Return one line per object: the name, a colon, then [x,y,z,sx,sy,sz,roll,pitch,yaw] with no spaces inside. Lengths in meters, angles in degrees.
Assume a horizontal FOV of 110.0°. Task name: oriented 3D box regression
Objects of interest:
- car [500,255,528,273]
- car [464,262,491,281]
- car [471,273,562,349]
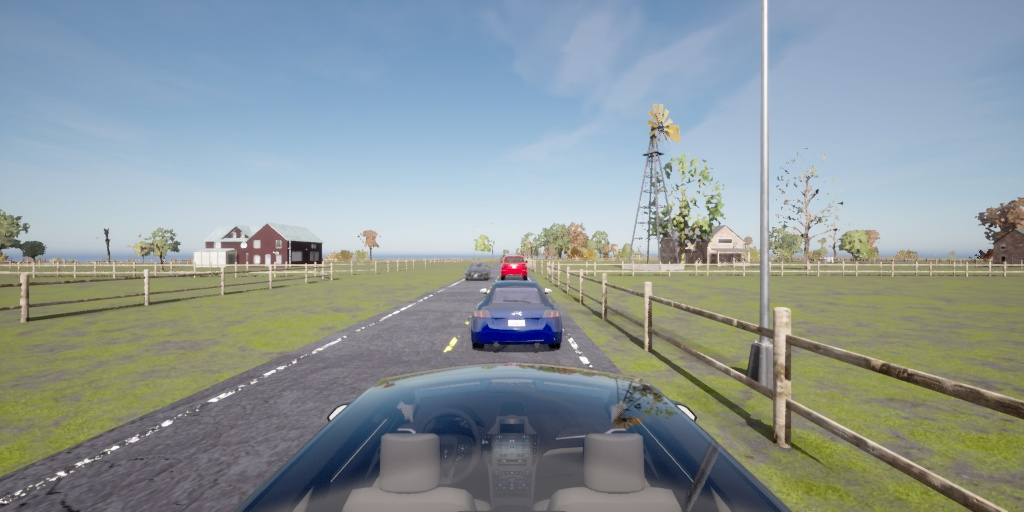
car: [0.176,0.966,30.720,2.150,2.045,5.566,0,0,0]
car: [-2.770,1.249,29.767,1.837,1.490,4.892,0,0,0]
car: [0.100,1.313,9.195,1.994,1.385,4.181,0,0,0]
